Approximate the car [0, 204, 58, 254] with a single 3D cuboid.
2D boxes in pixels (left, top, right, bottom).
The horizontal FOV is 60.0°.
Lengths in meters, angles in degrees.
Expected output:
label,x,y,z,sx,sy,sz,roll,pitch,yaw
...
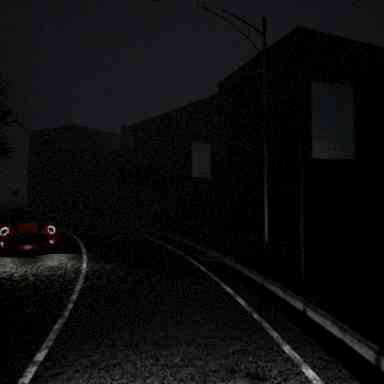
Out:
label,x,y,z,sx,sy,sz,roll,pitch,yaw
car,-6.909,1.454,14.216,2.097,1.767,4.553,0,0,-24
